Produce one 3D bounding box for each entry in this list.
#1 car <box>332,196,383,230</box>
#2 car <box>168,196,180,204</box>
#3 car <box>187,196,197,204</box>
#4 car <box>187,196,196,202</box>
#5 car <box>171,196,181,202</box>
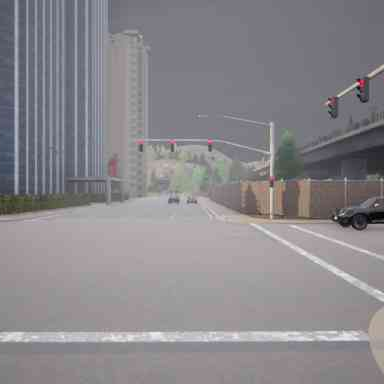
[{"bbox_3d":[11.814,1.277,20.931,5.566,2.045,2.150,0,0,0],"label":"car"},{"bbox_3d":[-3.497,1.478,64.199,1.882,1.535,5.008,0,0,0],"label":"car"},{"bbox_3d":[0.004,1.564,64.595,1.994,1.385,4.181,0,0,0],"label":"car"},{"bbox_3d":[-0.110,1.595,74.558,1.895,1.301,4.718,0,0,0],"label":"car"},{"bbox_3d":[-3.609,1.540,74.416,2.033,1.411,5.357,0,0,0],"label":"car"}]
